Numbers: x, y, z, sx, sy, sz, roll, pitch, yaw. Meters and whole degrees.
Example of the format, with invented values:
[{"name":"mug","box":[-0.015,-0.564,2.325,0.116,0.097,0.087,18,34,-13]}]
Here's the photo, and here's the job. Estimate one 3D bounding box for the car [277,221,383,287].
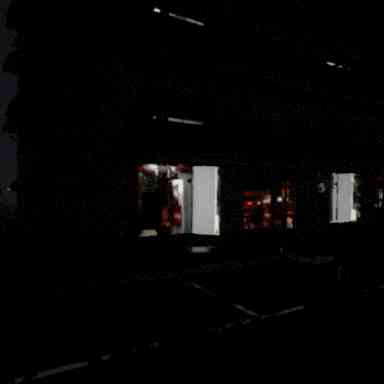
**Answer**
[{"name":"car","box":[4.183,1.464,8.863,4.206,1.307,1.802,0,1,-31]}]
